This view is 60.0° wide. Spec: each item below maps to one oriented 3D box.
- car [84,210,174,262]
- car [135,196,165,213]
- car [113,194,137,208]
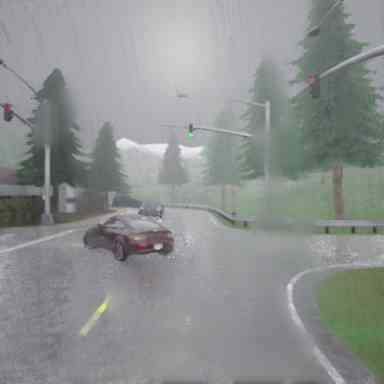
[{"bbox_3d":[-2.452,1.575,12.482,1.812,1.442,4.674,1,-1,-37],"label":"car"},{"bbox_3d":[-3.645,1.454,30.646,2.097,1.767,4.553,0,0,-1],"label":"car"},{"bbox_3d":[-8.802,1.382,47.914,5.566,2.045,2.150,0,-1,25],"label":"car"}]
